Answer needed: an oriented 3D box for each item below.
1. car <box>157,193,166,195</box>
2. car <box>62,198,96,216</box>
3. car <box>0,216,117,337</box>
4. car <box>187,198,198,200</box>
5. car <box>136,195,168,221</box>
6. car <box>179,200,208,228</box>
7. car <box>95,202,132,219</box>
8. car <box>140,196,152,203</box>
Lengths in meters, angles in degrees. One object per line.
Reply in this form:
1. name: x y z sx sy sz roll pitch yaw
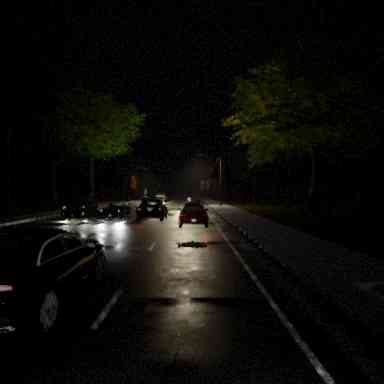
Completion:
1. car: -6.494 1.218 70.368 2.150 2.045 5.566 0 0 0
2. car: -9.845 1.340 29.582 2.097 1.767 4.553 0 0 0
3. car: -3.149 1.489 6.635 2.128 1.511 4.902 0 0 0
4. car: 0.096 1.475 42.231 2.128 1.511 4.902 0 0 0
5. car: -3.149 1.341 26.874 2.097 1.767 4.553 0 0 0
6. car: 0.107 1.517 22.146 1.812 1.442 4.674 0 0 0
7. car: -6.597 1.589 28.972 1.895 1.301 4.718 0 0 0
8. car: -9.744 1.545 70.400 1.994 1.385 4.181 0 0 0
